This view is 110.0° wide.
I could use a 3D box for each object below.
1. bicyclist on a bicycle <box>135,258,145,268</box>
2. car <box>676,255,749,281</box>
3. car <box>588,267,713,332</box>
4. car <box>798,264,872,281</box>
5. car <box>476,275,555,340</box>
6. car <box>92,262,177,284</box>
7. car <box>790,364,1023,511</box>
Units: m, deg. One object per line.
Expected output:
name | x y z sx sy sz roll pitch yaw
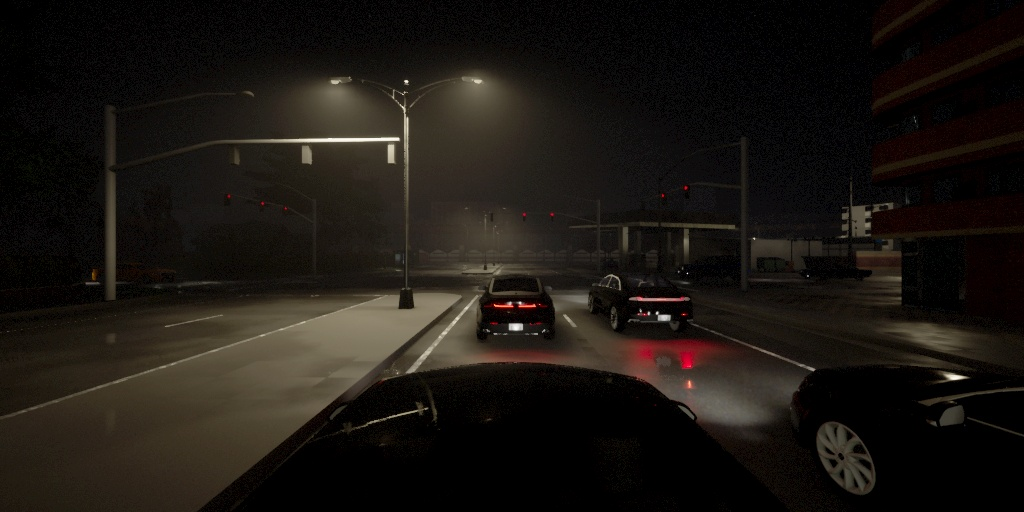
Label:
bicyclist on a bicycle | -38.228 1.052 36.739 0.582 1.620 1.656 0 0 0
car | 16.633 0.971 29.861 5.566 2.045 2.150 0 0 -1
car | 3.602 1.241 10.865 2.128 1.511 4.902 0 0 0
car | 26.941 1.350 30.009 4.718 1.301 1.895 0 0 -1
car | 0.096 1.255 10.010 1.837 1.490 4.892 0 0 0
car | -27.591 1.227 26.321 5.008 1.535 1.882 0 0 0
car | 3.600 1.255 1.457 1.837 1.490 4.892 0 0 0
